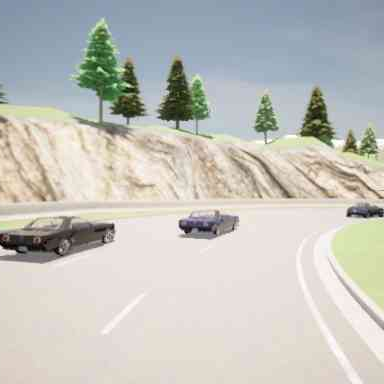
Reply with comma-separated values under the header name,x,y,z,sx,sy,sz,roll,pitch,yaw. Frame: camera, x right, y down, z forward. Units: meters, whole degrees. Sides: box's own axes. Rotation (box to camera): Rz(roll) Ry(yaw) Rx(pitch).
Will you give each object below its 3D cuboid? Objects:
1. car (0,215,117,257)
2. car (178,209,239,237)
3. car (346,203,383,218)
name,x,y,z,sx,sy,sz,roll,pitch,yaw
car,-4.784,1.543,12.768,1.895,1.301,4.718,1,0,16
car,1.101,1.600,18.377,1.895,1.301,4.718,1,0,25
car,16.717,1.715,32.002,4.181,1.385,1.994,1,0,-35
